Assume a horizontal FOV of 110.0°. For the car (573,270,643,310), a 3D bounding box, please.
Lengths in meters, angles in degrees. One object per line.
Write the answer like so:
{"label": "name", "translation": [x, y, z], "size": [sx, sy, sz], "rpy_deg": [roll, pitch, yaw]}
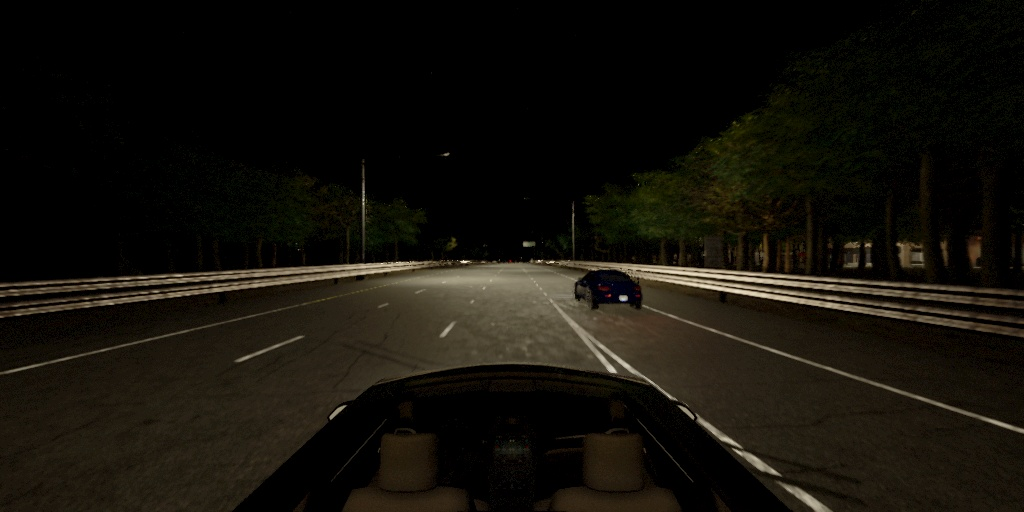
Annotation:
{"label": "car", "translation": [3.770, 1.278, 14.616], "size": [1.812, 1.442, 4.674], "rpy_deg": [0, 0, -2]}
